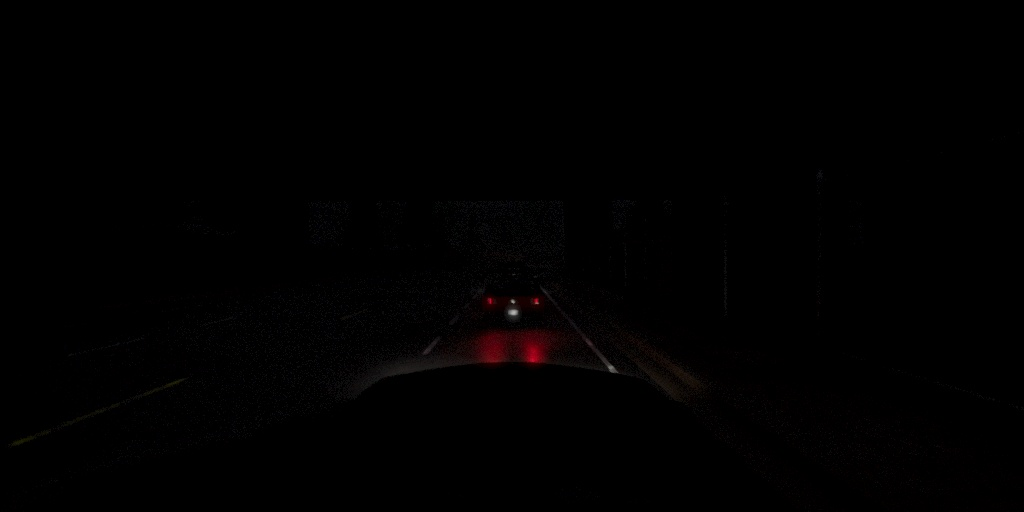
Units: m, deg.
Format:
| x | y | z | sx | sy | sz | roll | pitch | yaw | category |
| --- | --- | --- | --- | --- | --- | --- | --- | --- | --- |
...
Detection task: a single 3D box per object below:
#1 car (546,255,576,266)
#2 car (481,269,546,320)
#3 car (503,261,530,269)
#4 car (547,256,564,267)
| x | y | z | sx | sy | sz | roll | pitch | yaw | category |
| --- | --- | --- | --- | --- | --- | --- | --- | --- | --- |
| 8.244 | 0.769 | 60.817 | 4.553 | 1.767 | 2.097 | 0 | 0 | -14 | car |
| 0.059 | 1.291 | 12.310 | 1.895 | 1.301 | 4.718 | 0 | 0 | 0 | car |
| 0.301 | 1.104 | 28.812 | 1.837 | 1.490 | 4.892 | 0 | 1 | 4 | car |
| 8.550 | 0.915 | 57.136 | 5.008 | 1.535 | 1.882 | 0 | 0 | -16 | car |
